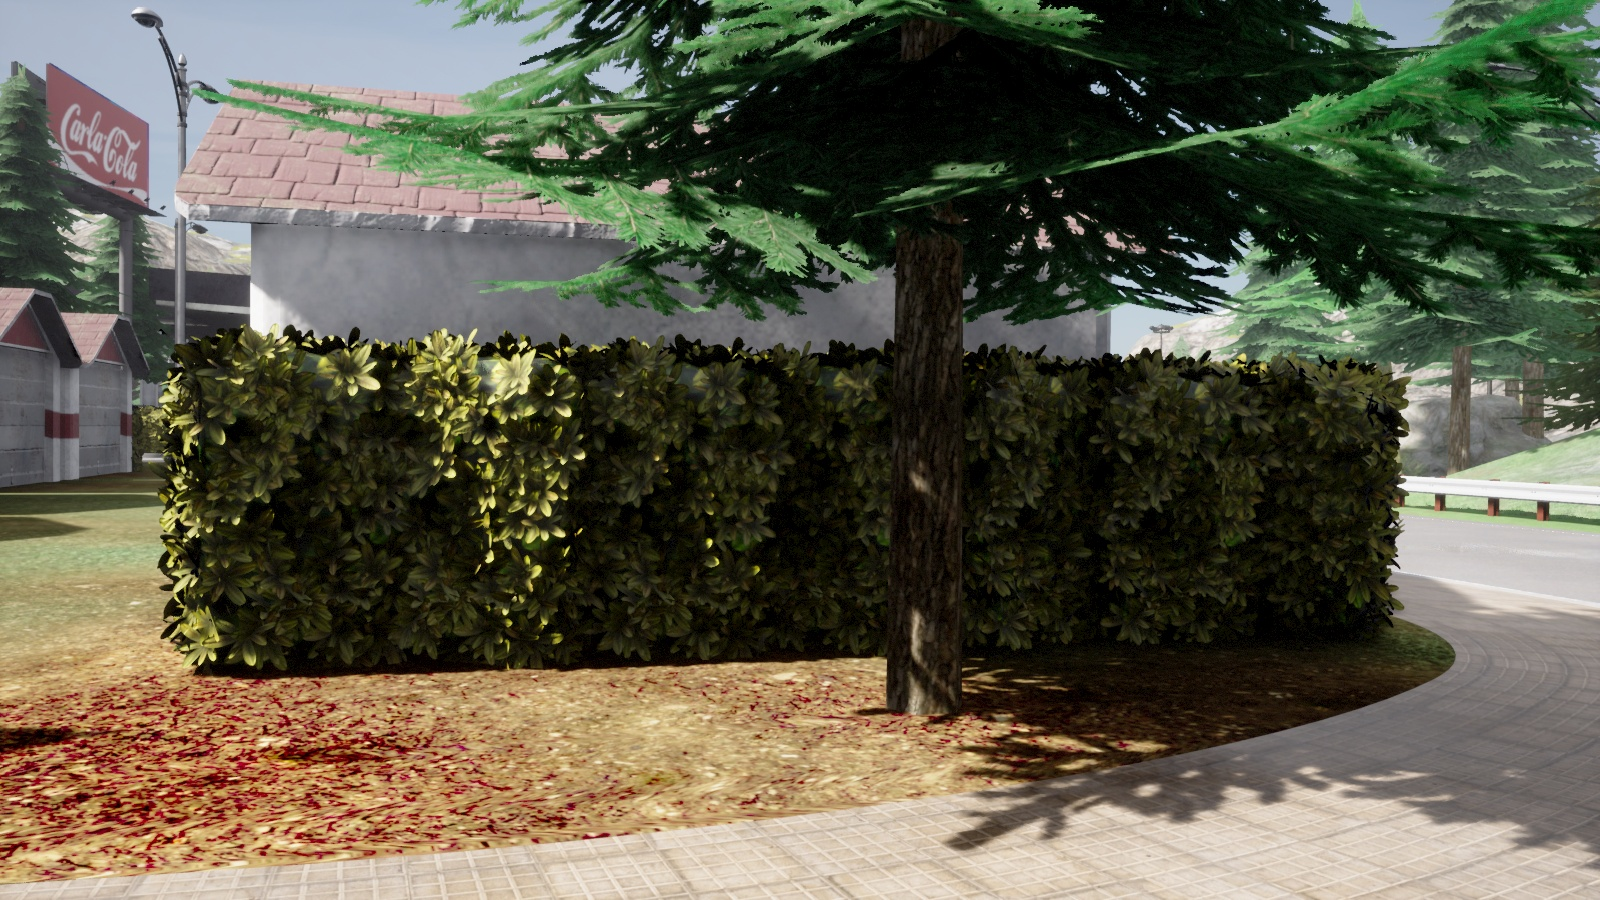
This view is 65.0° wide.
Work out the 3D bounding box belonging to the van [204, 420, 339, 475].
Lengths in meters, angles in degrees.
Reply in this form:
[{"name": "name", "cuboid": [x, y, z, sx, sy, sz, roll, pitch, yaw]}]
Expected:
[{"name": "van", "cuboid": [-19.764, -0.103, 47.132, 4.442, 1.987, 1.775, 0, 0, -14]}]
